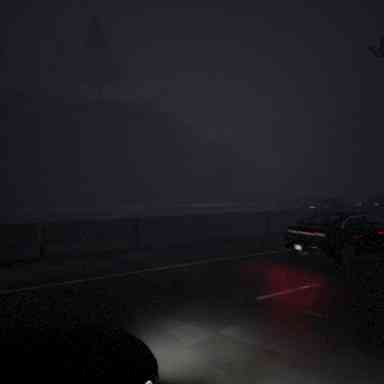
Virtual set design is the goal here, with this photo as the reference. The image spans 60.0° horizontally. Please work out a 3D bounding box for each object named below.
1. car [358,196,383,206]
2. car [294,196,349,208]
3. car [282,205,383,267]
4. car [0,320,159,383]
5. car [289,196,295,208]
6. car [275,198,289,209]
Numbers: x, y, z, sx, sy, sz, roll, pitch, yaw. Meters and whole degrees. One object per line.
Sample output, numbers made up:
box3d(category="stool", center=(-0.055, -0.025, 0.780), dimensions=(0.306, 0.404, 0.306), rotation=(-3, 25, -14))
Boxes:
box3d(category="car", center=(16.532, 1.091, 28.842), dimensions=(4.553, 1.767, 2.097), rotation=(0, 0, -23))
box3d(category="car", center=(12.246, 1.255, 30.748), dimensions=(4.892, 1.490, 1.837), rotation=(0, 0, -25))
box3d(category="car", center=(5.210, 1.397, 11.062), dimensions=(4.902, 1.511, 2.128), rotation=(-1, 0, -31))
box3d(category="car", center=(-2.381, 1.527, 1.953), dimensions=(4.674, 1.442, 1.812), rotation=(-1, 0, -36))
box3d(category="car", center=(13.081, 1.225, 34.971), dimensions=(4.892, 1.490, 1.837), rotation=(0, 0, -23))
box3d(category="car", center=(11.950, 1.184, 38.294), dimensions=(5.008, 1.535, 1.882), rotation=(0, 0, -23))
